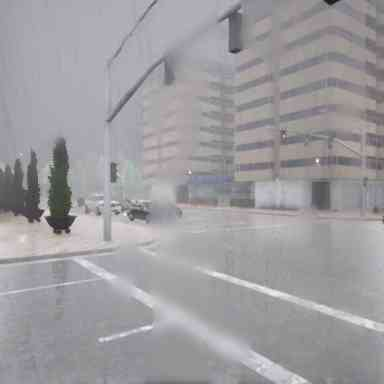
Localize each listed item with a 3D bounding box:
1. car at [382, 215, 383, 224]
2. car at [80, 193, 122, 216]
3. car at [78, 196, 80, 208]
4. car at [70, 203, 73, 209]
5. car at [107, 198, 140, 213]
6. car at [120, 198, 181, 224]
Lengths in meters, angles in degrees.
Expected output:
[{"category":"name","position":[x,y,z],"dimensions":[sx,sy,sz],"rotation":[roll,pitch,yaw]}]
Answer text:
[{"category":"car","position":[6.548,1.348,6.822],"dimensions":[4.553,1.767,2.097],"rotation":[0,0,-5]},{"category":"car","position":[-8.924,1.217,32.938],"dimensions":[2.150,2.045,5.566],"rotation":[0,0,-35]},{"category":"car","position":[-14.527,1.212,47.150],"dimensions":[2.150,2.045,5.566],"rotation":[0,0,-33]},{"category":"car","position":[-17.682,1.520,45.513],"dimensions":[1.812,1.442,4.674],"rotation":[0,0,-35]},{"category":"car","position":[-7.810,1.498,37.459],"dimensions":[1.837,1.490,4.892],"rotation":[0,0,-35]},{"category":"car","position":[-3.197,1.486,24.737],"dimensions":[2.128,1.511,4.902],"rotation":[0,0,-35]}]
